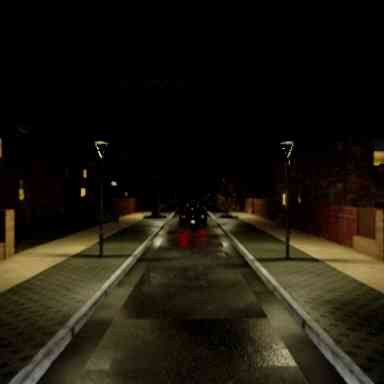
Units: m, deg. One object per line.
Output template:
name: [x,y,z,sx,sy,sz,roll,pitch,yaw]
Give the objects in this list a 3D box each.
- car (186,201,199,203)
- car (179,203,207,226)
car: [0.043,1.745,40.794,1.895,1.301,4.718,0,0,0]
car: [0.066,1.678,24.051,1.895,1.301,4.718,0,0,0]
